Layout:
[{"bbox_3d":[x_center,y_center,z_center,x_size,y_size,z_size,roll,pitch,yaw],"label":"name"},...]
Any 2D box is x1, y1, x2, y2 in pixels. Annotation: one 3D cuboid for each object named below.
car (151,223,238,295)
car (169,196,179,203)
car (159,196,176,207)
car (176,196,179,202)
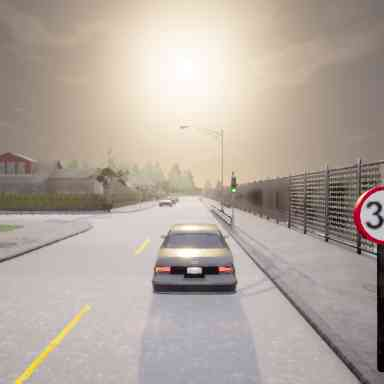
[{"bbox_3d":[0.071,1.547,8.882,2.033,1.411,5.357,0,0,1],"label":"car"},{"bbox_3d":[-3.860,1.553,71.571,1.994,1.385,4.181,0,0,0],"label":"car"},{"bbox_3d":[-3.995,1.547,51.723,2.033,1.411,5.357,0,0,0],"label":"car"},{"bbox_3d":[-3.943,1.478,61.567,1.882,1.535,5.008,0,0,0],"label":"car"}]
